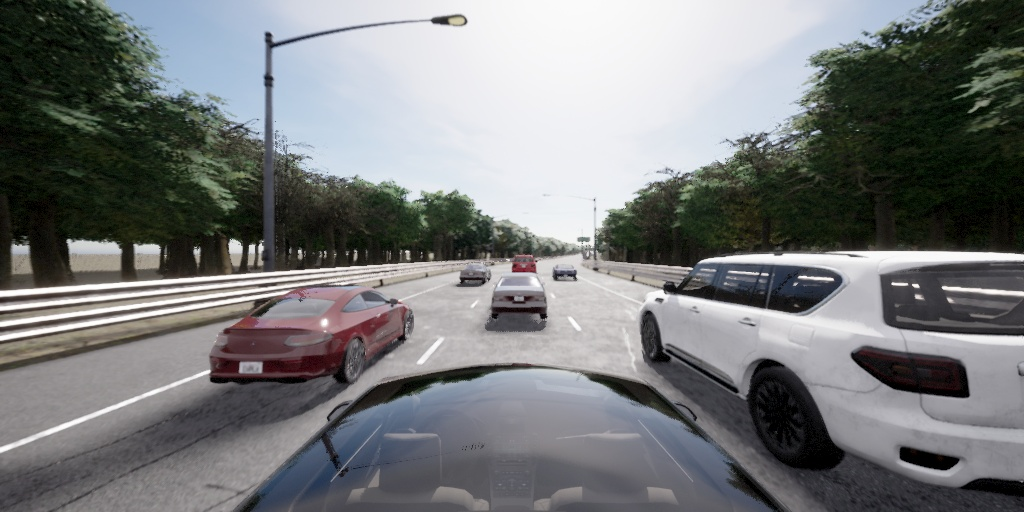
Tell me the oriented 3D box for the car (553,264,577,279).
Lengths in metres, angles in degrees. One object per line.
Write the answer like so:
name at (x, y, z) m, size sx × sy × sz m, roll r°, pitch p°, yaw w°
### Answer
car at (4.630, 1.346, 32.134) m, size 1.895 × 1.301 × 4.718 m, roll 0°, pitch 0°, yaw 4°

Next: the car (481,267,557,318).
car at (0.268, 1.297, 13.001) m, size 2.033 × 1.411 × 5.357 m, roll 0°, pitch 0°, yaw 1°

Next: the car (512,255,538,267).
car at (1.154, 0.963, 32.613) m, size 2.150 × 2.045 × 5.566 m, roll 0°, pitch 0°, yaw 4°

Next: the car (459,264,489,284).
car at (-2.680, 1.287, 27.163) m, size 2.033 × 1.411 × 5.357 m, roll 0°, pitch 0°, yaw 3°

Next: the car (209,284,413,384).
car at (-3.347, 1.274, 6.928) m, size 1.812 × 1.442 × 4.674 m, roll 0°, pitch 0°, yaw 1°

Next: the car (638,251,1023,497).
car at (3.637, 0.975, 4.994) m, size 2.150 × 2.045 × 5.566 m, roll 0°, pitch 0°, yaw 0°
